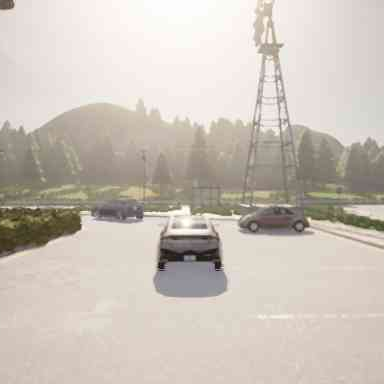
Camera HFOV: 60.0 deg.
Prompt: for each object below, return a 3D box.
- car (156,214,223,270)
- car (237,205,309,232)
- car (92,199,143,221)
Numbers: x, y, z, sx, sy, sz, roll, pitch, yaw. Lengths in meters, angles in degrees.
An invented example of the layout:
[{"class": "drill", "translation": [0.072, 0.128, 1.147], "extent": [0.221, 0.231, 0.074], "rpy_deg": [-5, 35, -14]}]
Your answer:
[{"class": "car", "translation": [-0.096, 1.476, 10.918], "extent": [2.128, 1.511, 4.902], "rpy_deg": [0, 0, -1]}, {"class": "car", "translation": [4.564, 1.485, 19.048], "extent": [3.905, 1.438, 1.784], "rpy_deg": [0, 0, -1]}, {"class": "car", "translation": [-6.095, 1.319, 27.067], "extent": [4.553, 1.767, 2.097], "rpy_deg": [0, 0, 39]}]
